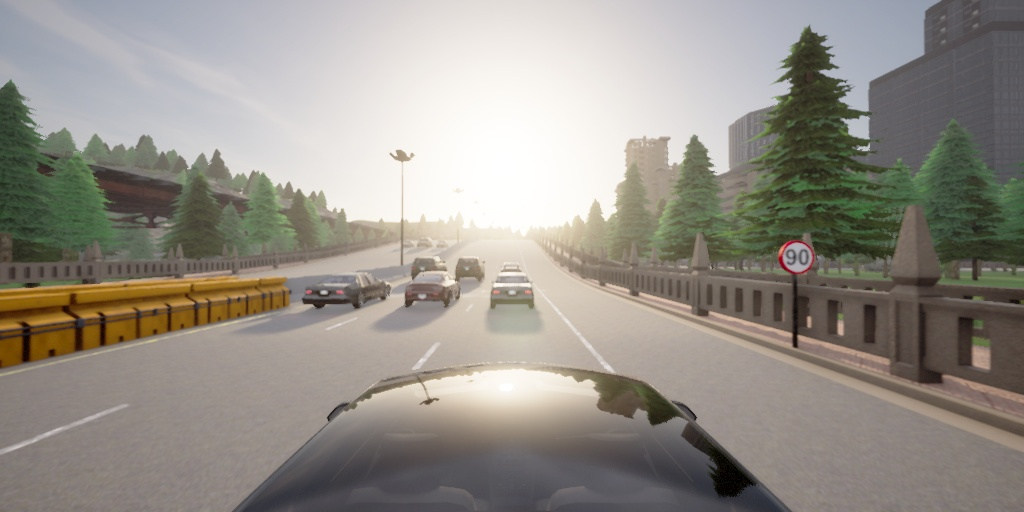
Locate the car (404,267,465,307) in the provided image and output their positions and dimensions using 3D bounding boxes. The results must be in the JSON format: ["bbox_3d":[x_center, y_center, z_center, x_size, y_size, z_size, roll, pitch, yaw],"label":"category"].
[{"bbox_3d":[-3.492,1.413,16.249,1.812,1.442,4.674,0,0,0],"label":"car"}]

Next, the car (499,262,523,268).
[{"bbox_3d":[-0.064,1.303,31.162,2.128,1.511,4.902,0,2,0],"label":"car"}]

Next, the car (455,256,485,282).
[{"bbox_3d":[-3.564,1.034,30.870,2.150,2.045,5.566,0,2,0],"label":"car"}]

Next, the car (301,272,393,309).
[{"bbox_3d":[-6.994,1.431,15.846,2.033,1.411,5.357,0,-1,0],"label":"car"}]

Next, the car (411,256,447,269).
[{"bbox_3d":[-7.065,1.034,30.851,2.150,2.045,5.566,0,2,0],"label":"car"}]

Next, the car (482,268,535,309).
[{"bbox_3d":[0.006,1.431,15.847,2.033,1.411,5.357,0,-1,0],"label":"car"}]
